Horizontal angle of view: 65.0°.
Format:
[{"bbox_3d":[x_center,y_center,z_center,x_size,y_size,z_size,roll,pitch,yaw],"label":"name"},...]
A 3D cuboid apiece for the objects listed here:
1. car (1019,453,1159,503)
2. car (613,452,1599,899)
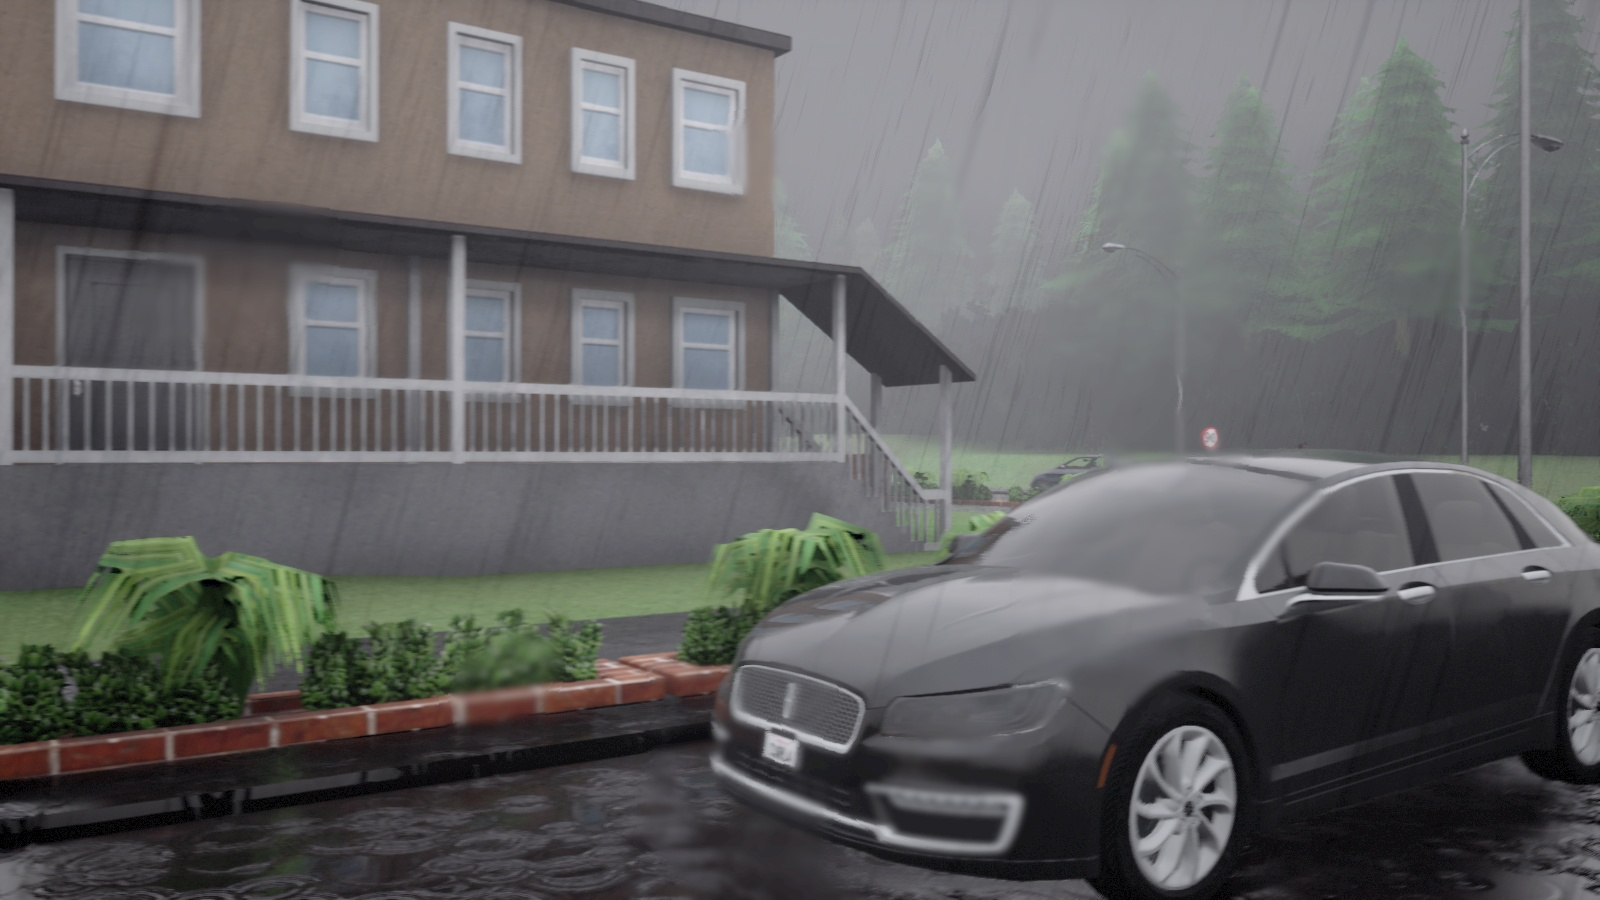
[{"bbox_3d":[9.088,0.837,39.769,1.816,1.474,4.193,0,0,-35],"label":"car"},{"bbox_3d":[1.806,0.759,5.523,4.892,1.490,1.837,0,0,-35],"label":"car"}]
